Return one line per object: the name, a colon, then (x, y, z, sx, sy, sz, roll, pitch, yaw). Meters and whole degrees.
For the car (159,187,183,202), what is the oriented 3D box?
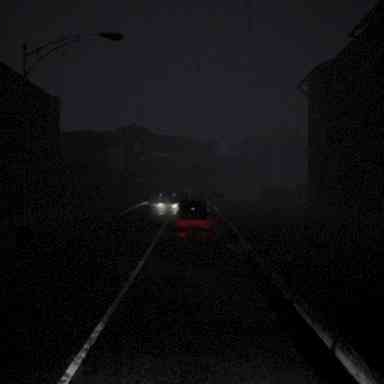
car: (-2.153, 0.210, 38.076, 2.097, 1.767, 4.553, 0, 2, 16)

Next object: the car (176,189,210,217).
car: (0.068, 0.847, 24.075, 1.882, 1.535, 5.008, 0, 2, 0)

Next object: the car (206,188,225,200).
car: (2.639, 0.257, 41.936, 2.128, 1.511, 4.902, 0, 0, 26)
